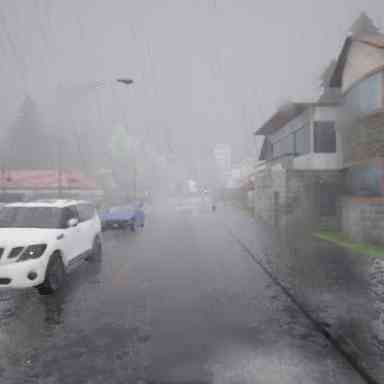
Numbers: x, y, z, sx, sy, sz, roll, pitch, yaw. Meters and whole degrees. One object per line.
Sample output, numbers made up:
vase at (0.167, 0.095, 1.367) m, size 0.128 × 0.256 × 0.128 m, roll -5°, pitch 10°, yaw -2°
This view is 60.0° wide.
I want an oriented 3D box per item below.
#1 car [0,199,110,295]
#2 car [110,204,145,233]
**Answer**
car at (-4.077, 1.235, 9.125) m, size 2.150 × 2.045 × 5.566 m, roll 0°, pitch 0°, yaw 0°
car at (-4.047, 1.502, 20.196) m, size 1.882 × 1.535 × 5.008 m, roll 0°, pitch 0°, yaw 1°
